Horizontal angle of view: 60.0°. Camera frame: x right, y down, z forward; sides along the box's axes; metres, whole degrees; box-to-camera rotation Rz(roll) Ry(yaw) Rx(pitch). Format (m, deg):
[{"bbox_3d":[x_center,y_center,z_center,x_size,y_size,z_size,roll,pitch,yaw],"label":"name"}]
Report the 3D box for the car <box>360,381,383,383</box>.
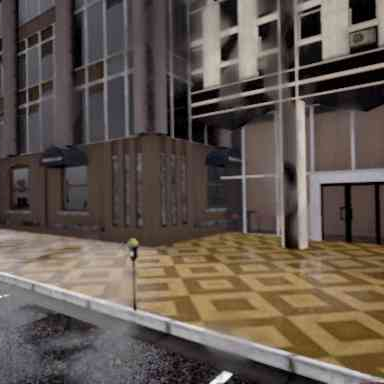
[{"bbox_3d":[2.474,1.577,1.124,4.206,1.307,1.802,0,-1,36],"label":"car"}]
